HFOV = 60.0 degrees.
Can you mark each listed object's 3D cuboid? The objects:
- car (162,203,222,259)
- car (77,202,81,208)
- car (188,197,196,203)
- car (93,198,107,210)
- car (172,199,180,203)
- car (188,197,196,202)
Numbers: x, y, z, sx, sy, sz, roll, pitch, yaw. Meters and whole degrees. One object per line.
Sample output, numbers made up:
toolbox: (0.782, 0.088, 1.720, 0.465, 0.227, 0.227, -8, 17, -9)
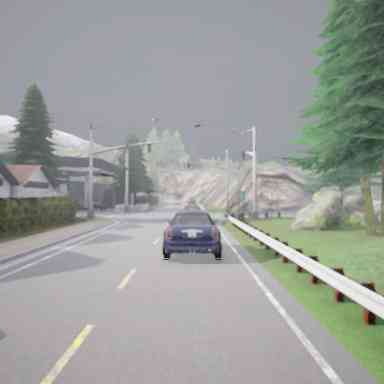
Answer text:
car: (0.023, 1.497, 13.396, 2.097, 1.767, 4.553, 0, -1, 0)
car: (-20.241, 2.082, 55.942, 2.242, 1.667, 4.611, 0, -1, -1)
car: (-0.011, 2.162, 90.744, 2.097, 1.767, 4.553, 0, -1, -2)
car: (-14.533, 1.869, 51.667, 1.905, 1.878, 3.866, 0, -1, -1)
car: (-3.507, 2.310, 73.080, 1.812, 1.442, 4.674, 0, -1, 0)
car: (-0.008, 2.384, 80.767, 1.812, 1.442, 4.674, 0, -1, 0)
